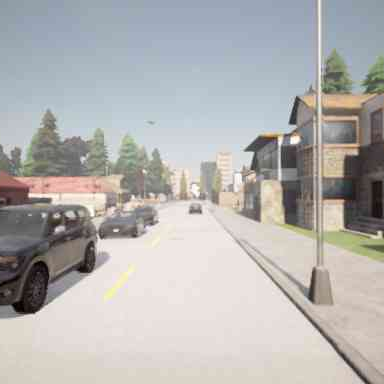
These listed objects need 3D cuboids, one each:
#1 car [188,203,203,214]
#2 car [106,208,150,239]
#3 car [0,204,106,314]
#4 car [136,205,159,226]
[{"bbox_3d":[0.479,2.145,43.631,2.033,1.411,5.357,0,-1,1],"label":"car"},{"bbox_3d":[-3.871,1.822,19.041,1.994,1.385,4.181,0,-1,1],"label":"car"},{"bbox_3d":[-4.039,1.335,8.226,2.150,2.045,5.566,0,-1,1],"label":"car"},{"bbox_3d":[-3.825,1.871,27.021,1.837,1.490,4.892,0,-1,1],"label":"car"}]
